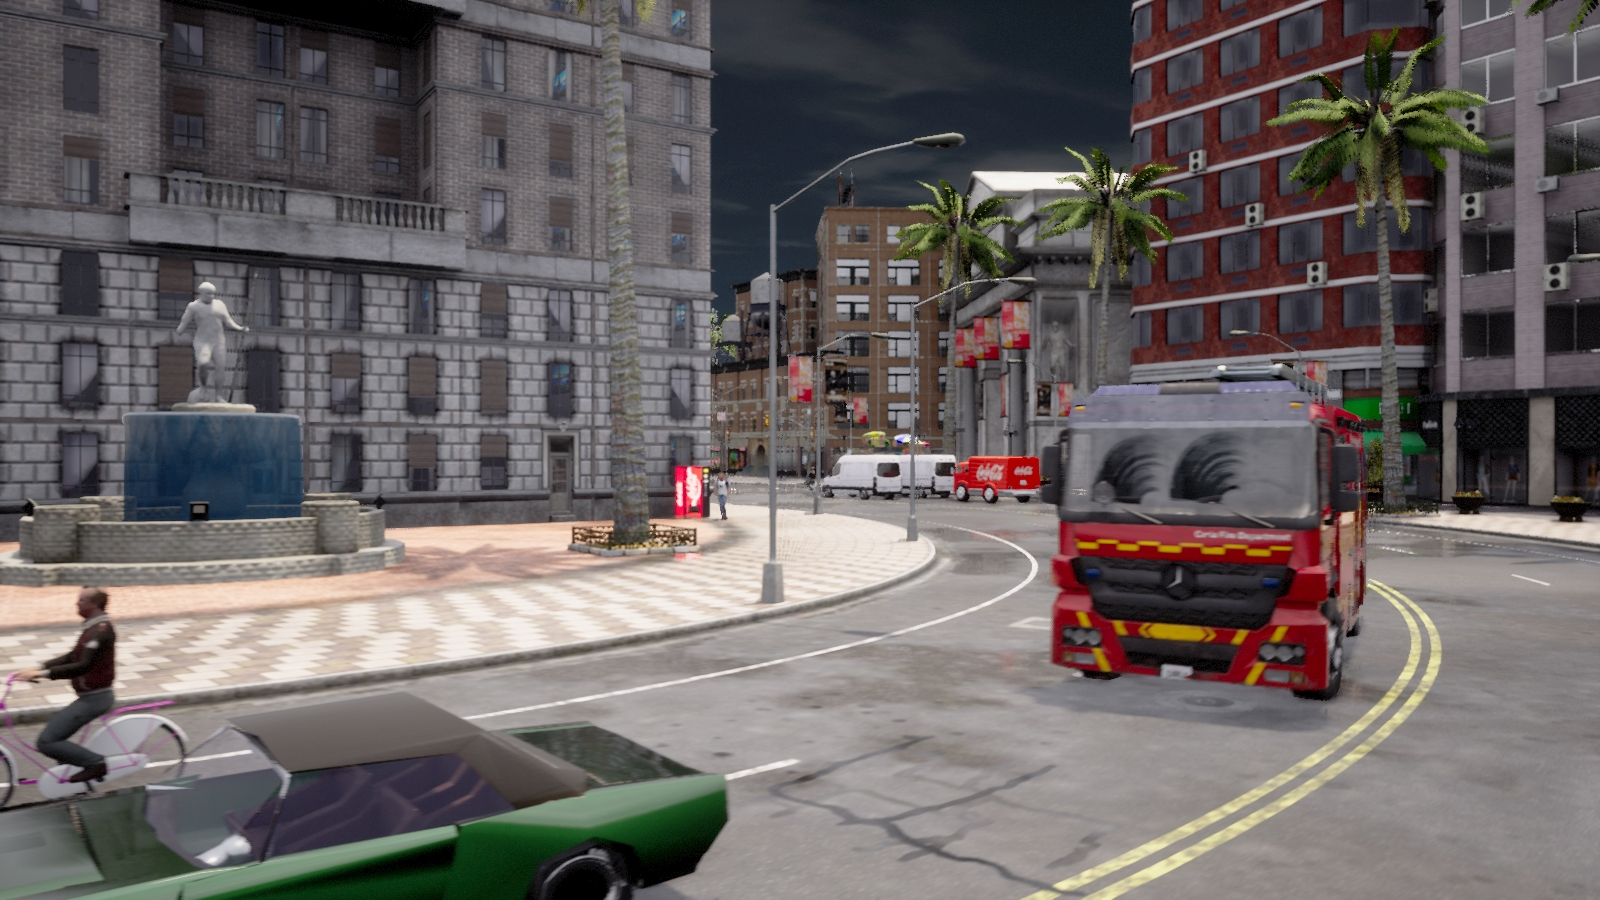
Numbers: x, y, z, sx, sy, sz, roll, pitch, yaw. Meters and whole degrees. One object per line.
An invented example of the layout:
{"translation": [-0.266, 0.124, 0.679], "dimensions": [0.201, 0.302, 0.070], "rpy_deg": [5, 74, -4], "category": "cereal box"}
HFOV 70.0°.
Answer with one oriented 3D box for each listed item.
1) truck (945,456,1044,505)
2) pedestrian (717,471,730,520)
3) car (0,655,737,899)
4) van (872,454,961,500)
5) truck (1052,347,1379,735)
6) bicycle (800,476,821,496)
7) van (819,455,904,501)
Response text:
{"translation": [10.409, 1.582, 61.575], "dimensions": [2.627, 2.467, 5.204], "rpy_deg": [0, 0, -29], "category": "truck"}
{"translation": [-2.878, 1.710, 43.043], "dimensions": [0.375, 1.860, 0.375], "rpy_deg": [0, 0, 18], "category": "pedestrian"}
{"translation": [-2.824, 2.158, 6.210], "dimensions": [4.718, 1.301, 1.895], "rpy_deg": [0, 0, -38], "category": "car"}
{"translation": [6.858, 1.554, 68.015], "dimensions": [1.988, 2.561, 5.915], "rpy_deg": [0, 0, -33], "category": "van"}
{"translation": [6.130, 0.894, 15.684], "dimensions": [2.891, 3.827, 8.468], "rpy_deg": [0, 0, 29], "category": "truck"}
{"translation": [0.637, 2.232, 71.365], "dimensions": [0.329, 1.171, 1.835], "rpy_deg": [0, 0, -33], "category": "bicycle"}
{"translation": [3.499, 1.554, 66.387], "dimensions": [1.988, 2.561, 5.915], "rpy_deg": [0, 0, -31], "category": "van"}
